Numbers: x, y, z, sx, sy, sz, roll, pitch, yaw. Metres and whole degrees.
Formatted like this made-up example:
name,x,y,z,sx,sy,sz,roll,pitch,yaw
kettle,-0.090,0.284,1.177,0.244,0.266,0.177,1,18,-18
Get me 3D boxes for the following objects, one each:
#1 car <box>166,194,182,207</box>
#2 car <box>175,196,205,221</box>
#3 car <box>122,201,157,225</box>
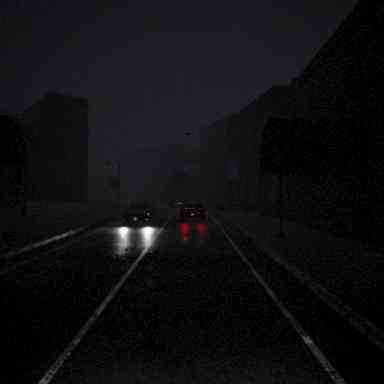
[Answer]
name,x,y,z,sx,sy,sz,roll,pitch,yaw
car,-2.077,1.076,42.486,1.837,1.490,4.892,1,1,-13
car,-0.025,1.334,25.801,2.128,1.511,4.902,0,1,-2
car,-3.517,1.389,22.917,1.837,1.490,4.892,0,0,0
